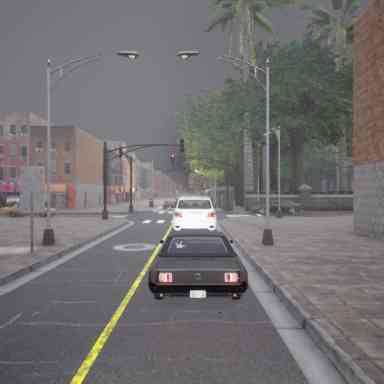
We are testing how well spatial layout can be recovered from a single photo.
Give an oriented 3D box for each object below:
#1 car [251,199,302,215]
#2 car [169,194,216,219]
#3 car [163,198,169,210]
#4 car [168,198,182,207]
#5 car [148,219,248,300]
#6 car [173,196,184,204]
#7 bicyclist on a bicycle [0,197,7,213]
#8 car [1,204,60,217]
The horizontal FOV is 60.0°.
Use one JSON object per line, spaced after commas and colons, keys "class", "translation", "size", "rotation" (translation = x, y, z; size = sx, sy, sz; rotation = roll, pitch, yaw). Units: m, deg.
{"class": "car", "translation": [8.240, 1.501, 32.657], "size": [4.892, 1.490, 1.837], "rotation": [0, 0, 4]}
{"class": "car", "translation": [0.134, 1.230, 18.136], "size": [2.150, 2.045, 5.566], "rotation": [0, 0, 0]}
{"class": "car", "translation": [-2.777, 1.563, 44.588], "size": [1.812, 1.442, 4.674], "rotation": [0, 0, 0]}
{"class": "car", "translation": [-2.753, 1.650, 54.876], "size": [1.895, 1.301, 4.718], "rotation": [0, 0, 0]}
{"class": "car", "translation": [0.114, 1.603, 8.371], "size": [1.895, 1.301, 4.718], "rotation": [0, 0, 0]}
{"class": "car", "translation": [-2.675, 1.541, 66.841], "size": [1.882, 1.535, 5.008], "rotation": [0, 0, 1]}
{"class": "bicyclist on a bicycle", "translation": [-20.087, 1.372, 35.359], "size": [0.582, 1.620, 1.656], "rotation": [0, 0, 0]}
{"class": "car", "translation": [-14.394, 1.571, 29.710], "size": [4.829, 1.417, 1.752], "rotation": [0, 0, 0]}
